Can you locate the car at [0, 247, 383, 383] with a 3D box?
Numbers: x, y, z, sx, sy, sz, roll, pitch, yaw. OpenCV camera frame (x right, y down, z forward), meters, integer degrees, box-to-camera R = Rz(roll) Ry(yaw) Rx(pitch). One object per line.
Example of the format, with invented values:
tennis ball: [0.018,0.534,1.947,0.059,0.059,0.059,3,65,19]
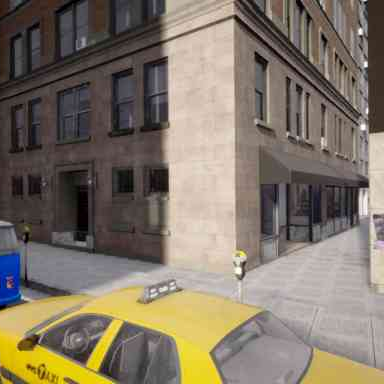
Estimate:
car: [-0.508,1.526,3.225,4.829,1.417,1.752,0,-1,36]

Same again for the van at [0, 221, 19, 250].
van: [-4.979,1.342,6.433,3.998,1.788,1.690,0,-1,36]
